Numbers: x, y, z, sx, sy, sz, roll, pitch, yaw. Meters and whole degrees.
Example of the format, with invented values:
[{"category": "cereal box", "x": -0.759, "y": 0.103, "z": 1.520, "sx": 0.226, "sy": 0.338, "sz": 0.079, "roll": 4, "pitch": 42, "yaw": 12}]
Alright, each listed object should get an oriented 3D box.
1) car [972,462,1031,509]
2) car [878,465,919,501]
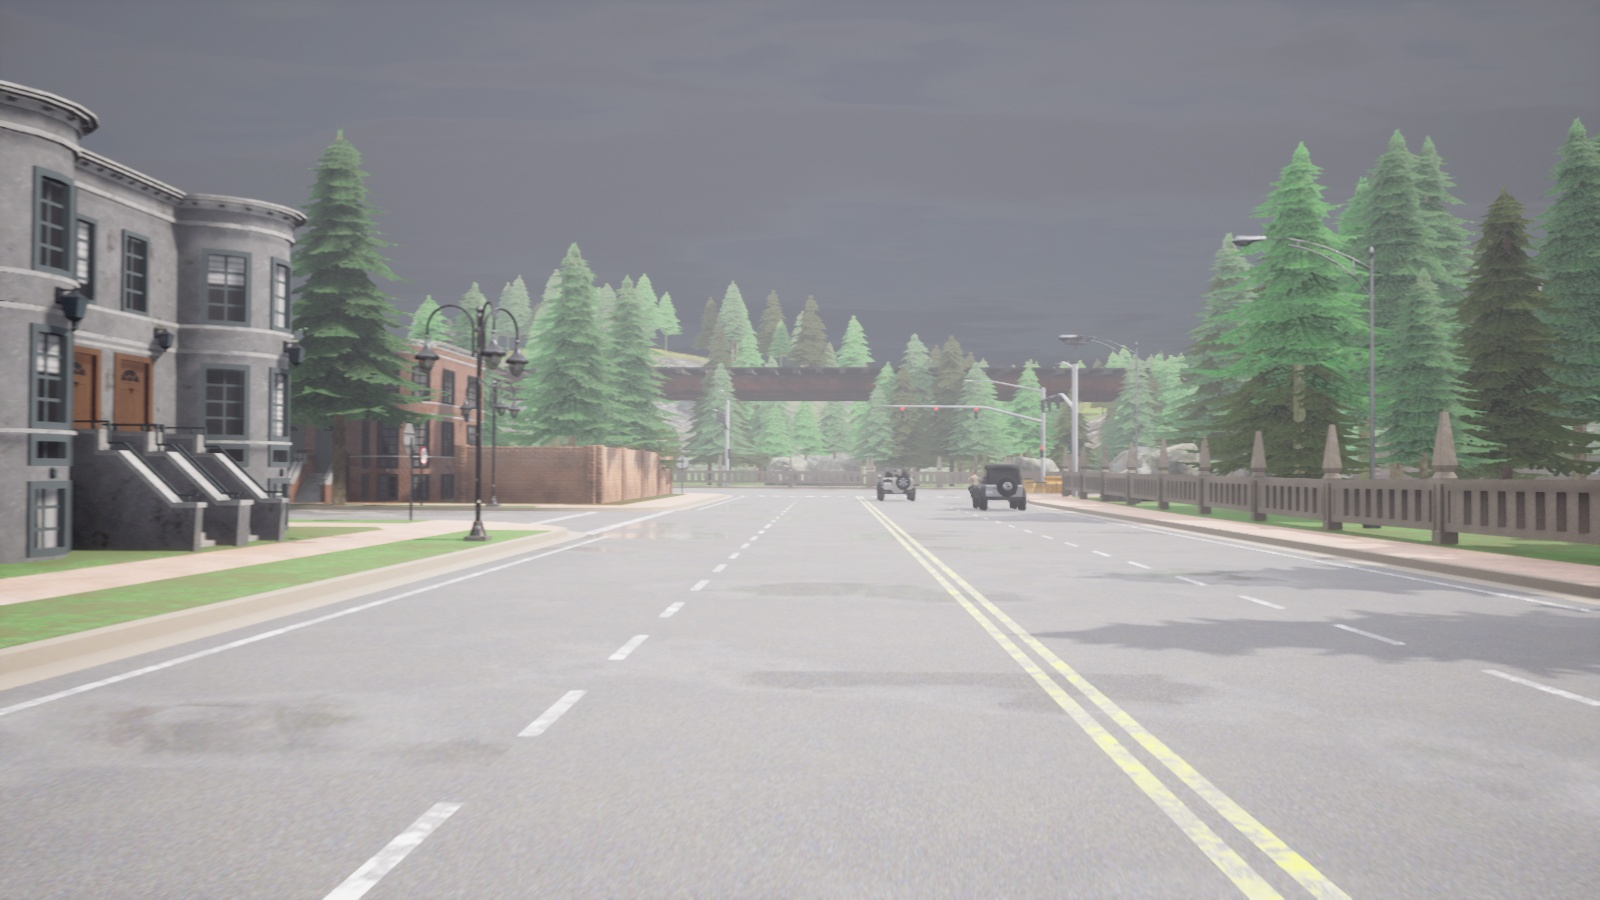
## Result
[{"category": "car", "x": 8.354, "y": 1.462, "z": 52.282, "sx": 1.905, "sy": 1.878, "sz": 3.866, "roll": 0, "pitch": -1, "yaw": 1}, {"category": "car", "x": 5.248, "y": 1.743, "z": 67.332, "sx": 1.932, "sy": 1.855, "sz": 4.605, "roll": 0, "pitch": -1, "yaw": 1}]
